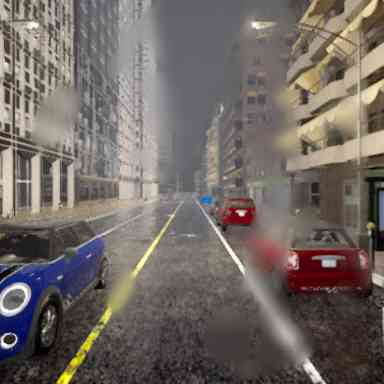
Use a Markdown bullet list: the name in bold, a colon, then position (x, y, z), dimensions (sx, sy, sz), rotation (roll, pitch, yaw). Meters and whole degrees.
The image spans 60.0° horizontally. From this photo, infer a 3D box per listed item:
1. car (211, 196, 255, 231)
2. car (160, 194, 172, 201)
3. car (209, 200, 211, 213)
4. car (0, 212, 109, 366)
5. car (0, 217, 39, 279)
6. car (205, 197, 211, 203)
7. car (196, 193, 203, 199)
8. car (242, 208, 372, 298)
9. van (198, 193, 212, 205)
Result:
- **car**: position (2.563, 1.219, 19.674), dimensions (2.192, 1.841, 5.009), rotation (0, 0, 0)
- **car**: position (-6.213, 1.139, 76.101), dimensions (1.967, 1.590, 4.097), rotation (0, 0, 0)
- **car**: position (2.523, 1.461, 25.324), dimensions (1.802, 1.307, 4.206), rotation (0, 0, 0)
- **car**: position (-3.028, 1.331, 6.043), dimensions (2.097, 1.767, 4.553), rotation (0, 0, 0)
- **car**: position (-5.737, 1.502, 8.150), dimensions (1.752, 1.417, 4.829), rotation (0, 0, 0)
- **car**: position (2.484, 1.436, 30.972), dimensions (1.802, 1.307, 4.206), rotation (0, 0, 0)
- **car**: position (2.047, 1.139, 93.275), dimensions (1.752, 1.417, 4.829), rotation (0, 0, 0)
- **car**: position (2.641, 1.395, 8.378), dimensions (1.967, 1.590, 4.097), rotation (0, 0, 0)
- **van**: position (2.325, 1.105, 53.564), dimensions (1.690, 1.788, 3.998), rotation (0, 0, 0)
